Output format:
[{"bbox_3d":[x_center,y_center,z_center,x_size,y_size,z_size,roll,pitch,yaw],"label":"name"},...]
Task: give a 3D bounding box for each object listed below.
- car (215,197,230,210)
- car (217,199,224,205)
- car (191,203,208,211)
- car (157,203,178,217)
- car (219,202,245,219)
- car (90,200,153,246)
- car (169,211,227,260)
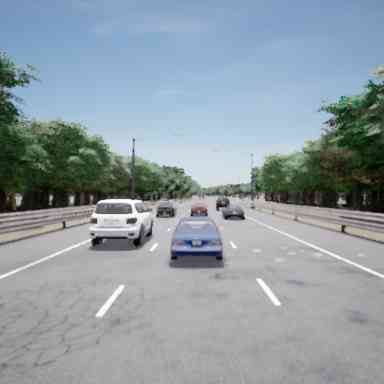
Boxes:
[{"bbox_3d":[4.959,1.893,53.529,2.150,2.045,5.566,0,-1,3],"label":"car"},{"bbox_3d":[7.890,2.692,93.045,1.837,1.490,4.892,0,-1,5],"label":"car"},{"bbox_3d":[0.835,1.967,37.867,1.812,1.442,4.674,0,-1,2],"label":"car"},{"bbox_3d":[-2.720,1.924,36.506,1.837,1.490,4.892,0,0,2],"label":"car"},{"bbox_3d":[4.070,1.949,33.220,1.994,1.385,4.181,0,-1,2],"label":"car"},{"bbox_3d":[-3.261,1.385,16.338,2.150,2.045,5.566,0,0,1],"label":"car"},{"bbox_3d":[0.186,1.677,12.980,2.033,1.411,5.357,0,-1,1],"label":"car"}]
